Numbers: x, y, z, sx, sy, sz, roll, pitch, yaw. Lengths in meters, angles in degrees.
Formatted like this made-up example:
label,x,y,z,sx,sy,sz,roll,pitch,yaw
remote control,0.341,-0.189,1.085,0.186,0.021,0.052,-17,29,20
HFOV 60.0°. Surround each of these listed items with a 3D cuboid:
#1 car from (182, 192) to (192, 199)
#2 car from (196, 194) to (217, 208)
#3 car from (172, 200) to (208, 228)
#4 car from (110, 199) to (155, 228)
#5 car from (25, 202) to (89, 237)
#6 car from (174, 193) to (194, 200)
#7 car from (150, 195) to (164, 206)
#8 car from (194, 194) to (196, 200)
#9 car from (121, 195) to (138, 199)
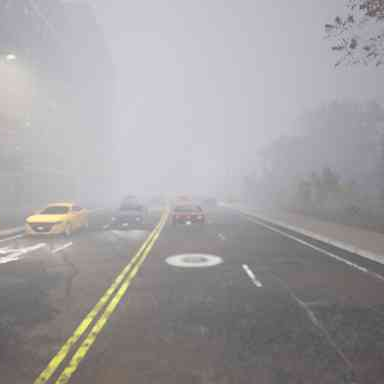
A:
label,x,y,z,sx,sy,sz,roll,pitch,yaw
car,-1.248,0.850,77.512,1.812,1.442,4.674,0,1,-7
car,1.973,1.208,42.001,1.994,1.385,4.181,0,1,-4
car,-0.273,1.427,20.932,1.895,1.301,4.718,0,0,-2
car,-3.718,1.377,20.820,2.033,1.411,5.357,0,0,-2
car,-6.875,1.337,17.453,1.882,1.535,5.008,0,1,-2
car,-1.097,1.150,39.035,1.882,1.535,5.008,0,0,-3
car,-4.855,1.112,45.451,2.128,1.511,4.902,0,0,-3
car,0.800,1.052,57.915,2.033,1.411,5.357,0,1,-5
car,-7.953,1.125,42.523,1.882,1.535,5.008,0,0,-3
